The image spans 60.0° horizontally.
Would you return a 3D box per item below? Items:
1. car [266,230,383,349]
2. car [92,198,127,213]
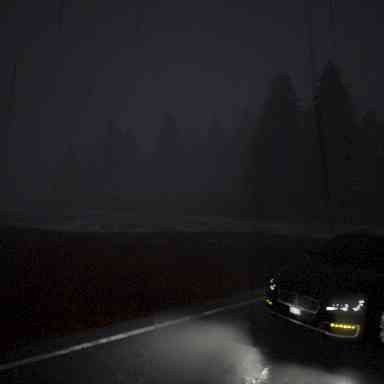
[{"bbox_3d":[3.518,1.544,6.404,4.892,1.490,1.837,0,0,-36],"label":"car"},{"bbox_3d":[-9.711,1.428,38.982,4.553,1.767,2.097,0,0,38],"label":"car"}]
